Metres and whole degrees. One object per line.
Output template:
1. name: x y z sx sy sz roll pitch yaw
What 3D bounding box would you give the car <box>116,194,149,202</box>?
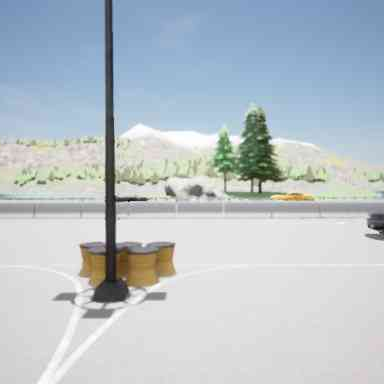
1. car: -7.583 0.870 39.720 4.718 1.301 1.895 0 1 0

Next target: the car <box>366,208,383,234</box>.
1. car: 10.503 1.279 14.957 4.892 1.490 1.837 0 1 0

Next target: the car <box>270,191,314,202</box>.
1. car: 11.865 0.680 39.645 5.008 1.535 1.882 0 1 0
